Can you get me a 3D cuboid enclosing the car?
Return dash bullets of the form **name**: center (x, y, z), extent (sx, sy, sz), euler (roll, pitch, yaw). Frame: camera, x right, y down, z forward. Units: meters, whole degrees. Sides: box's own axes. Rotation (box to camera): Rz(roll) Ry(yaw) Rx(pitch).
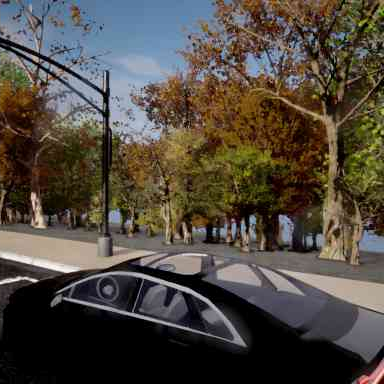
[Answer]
- **car**: center (-0.365, 1.491, 3.952), extent (4.902, 1.511, 2.128), euler (0, 0, 36)
